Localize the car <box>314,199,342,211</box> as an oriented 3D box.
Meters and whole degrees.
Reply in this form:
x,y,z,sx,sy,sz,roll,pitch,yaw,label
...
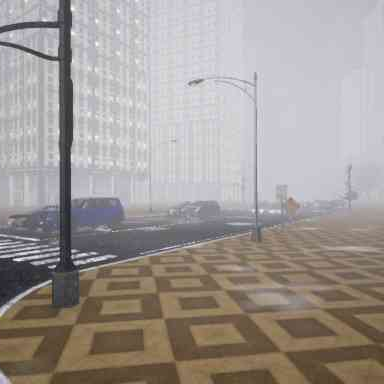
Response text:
x,y,z,sx,sy,sz,roll,pitch,yaw,label
18.796,1.852,45.886,2.033,1.411,5.357,0,0,31,car

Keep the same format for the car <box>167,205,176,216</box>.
x,y,z,sx,sy,sz,roll,pitch,yaw,label
-0.657,1.714,34.527,2.128,1.511,4.902,0,0,35,car

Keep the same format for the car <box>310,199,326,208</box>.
x,y,z,sx,sy,sz,roll,pitch,yaw,label
21.466,1.903,56.514,1.812,1.442,4.674,0,0,31,car

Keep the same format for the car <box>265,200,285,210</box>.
x,y,z,sx,sy,sz,roll,pitch,yaw,label
12.759,1.894,48.670,1.994,1.385,4.181,0,-1,33,car

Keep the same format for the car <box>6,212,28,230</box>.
x,y,z,sx,sy,sz,roll,pitch,yaw,label
-9.411,1.617,21.725,2.128,1.511,4.902,0,-1,34,car

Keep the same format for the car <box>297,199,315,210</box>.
x,y,z,sx,sy,sz,roll,pitch,yaw,label
16.286,1.923,47.999,1.895,1.301,4.718,0,0,32,car

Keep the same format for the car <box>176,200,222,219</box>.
x,y,z,sx,sy,sz,roll,pitch,yaw,label
0.917,1.551,31.080,2.097,1.767,4.553,0,-1,34,car

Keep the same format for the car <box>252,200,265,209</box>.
x,y,z,sx,sy,sz,roll,pitch,yaw,label
10.841,1.919,51.678,1.994,1.385,4.181,0,-1,32,car

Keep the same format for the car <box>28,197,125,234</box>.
x,y,z,sx,sy,sz,roll,pitch,yaw,label
-6.541,1.334,20.171,2.150,2.045,5.566,0,-1,34,car

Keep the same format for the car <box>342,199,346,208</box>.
x,y,z,sx,sy,sz,roll,pitch,yaw,label
24.191,1.839,54.740,1.882,1.535,5.008,0,0,31,car

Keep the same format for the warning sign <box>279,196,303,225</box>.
x,y,z,sx,sy,sz,roll,pitch,yaw,label
6.824,1.251,22.958,1.300,1.860,1.060,0,0,34,warning sign
